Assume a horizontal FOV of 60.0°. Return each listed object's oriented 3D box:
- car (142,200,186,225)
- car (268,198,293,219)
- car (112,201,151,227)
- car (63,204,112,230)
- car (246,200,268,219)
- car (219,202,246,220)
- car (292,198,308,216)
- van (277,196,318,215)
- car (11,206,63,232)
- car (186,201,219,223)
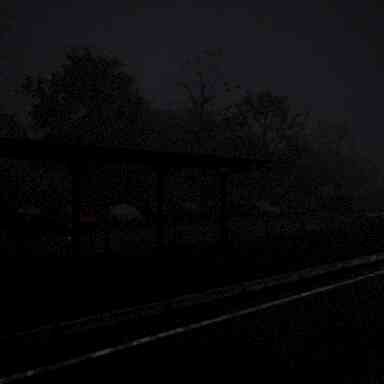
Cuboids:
[{"bbox_3d":[-2.784,1.403,24.767,2.185,1.767,4.553,0,0,-36],"label":"car"},{"bbox_3d":[6.371,1.567,31.045,1.946,1.575,5.366,0,0,-36],"label":"car"},{"bbox_3d":[-5.023,1.559,23.125,2.002,1.452,4.674,0,0,-36],"label":"car"},{"bbox_3d":[-7.279,1.509,21.508,2.097,1.535,5.008,0,0,-36],"label":"car"},{"bbox_3d":[3.989,1.588,29.606,2.163,1.488,4.792,0,0,-36],"label":"car"},{"bbox_3d":[1.753,1.550,27.964,2.231,1.521,4.892,0,0,-36],"label":"car"},{"bbox_3d":[8.505,1.610,32.835,2.163,1.488,4.792,0,0,-36],"label":"car"},{"bbox_3d":[10.848,1.366,34.330,1.878,1.987,4.442,0,0,-36],"label":"van"},{"bbox_3d":[-9.540,1.540,19.895,2.002,1.452,4.674,0,0,-36],"label":"car"},{"bbox_3d":[-0.512,1.538,26.360,2.097,1.535,5.008,0,0,-36],"label":"car"}]
